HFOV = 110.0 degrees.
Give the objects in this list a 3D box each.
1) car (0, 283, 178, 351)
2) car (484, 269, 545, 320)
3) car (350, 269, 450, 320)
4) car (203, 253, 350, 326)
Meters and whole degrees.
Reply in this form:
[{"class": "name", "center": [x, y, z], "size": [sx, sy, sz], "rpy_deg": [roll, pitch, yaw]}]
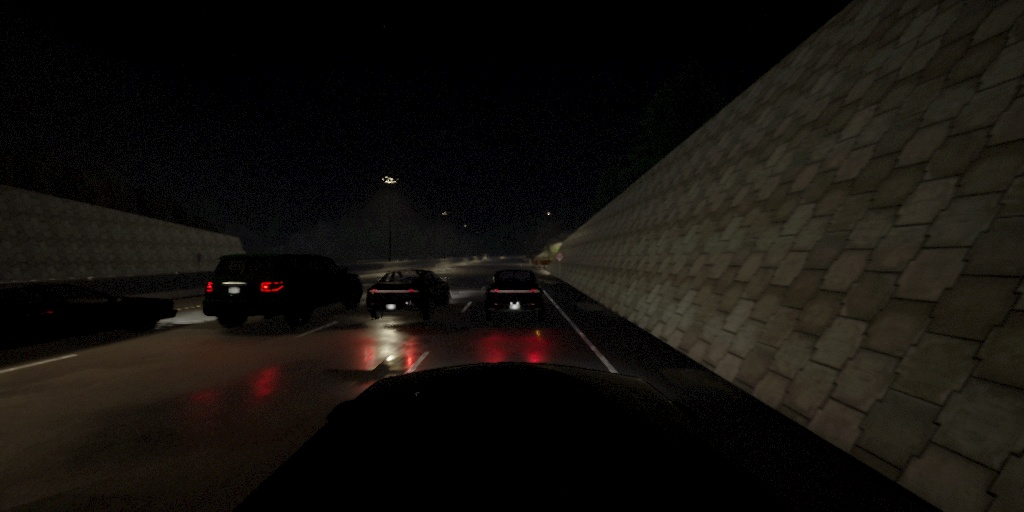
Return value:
[{"class": "car", "center": [-10.432, 1.281, 7.669], "size": [2.033, 1.411, 5.357], "rpy_deg": [0, 0, 0]}, {"class": "car", "center": [0.086, 1.212, 12.535], "size": [2.128, 1.511, 4.902], "rpy_deg": [0, 0, 0]}, {"class": "car", "center": [-3.412, 1.212, 12.550], "size": [2.128, 1.511, 4.902], "rpy_deg": [0, 0, 0]}, {"class": "car", "center": [-6.911, 0.943, 11.615], "size": [2.150, 2.045, 5.566], "rpy_deg": [0, 0, 0]}]
